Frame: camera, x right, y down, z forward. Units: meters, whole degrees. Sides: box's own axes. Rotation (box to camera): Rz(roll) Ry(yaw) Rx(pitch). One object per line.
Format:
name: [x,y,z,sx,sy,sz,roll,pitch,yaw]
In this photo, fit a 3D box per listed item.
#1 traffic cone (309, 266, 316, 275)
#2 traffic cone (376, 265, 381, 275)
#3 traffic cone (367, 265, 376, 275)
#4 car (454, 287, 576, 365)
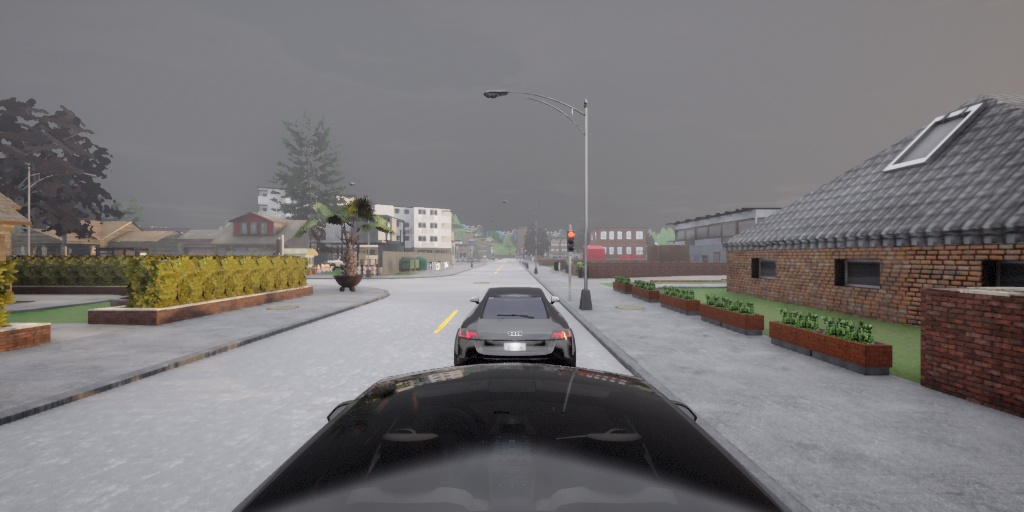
traffic cone: [-19.799,1.568,35.259,0.344,0.586,0.344,0,0,0]
traffic cone: [-15.391,1.558,40.712,0.344,0.586,0.344,0,0,0]
traffic cone: [-15.752,1.561,40.143,0.344,0.586,0.344,0,0,0]
car: [0.059,1.314,7.326,1.994,1.385,4.181,0,0,0]
